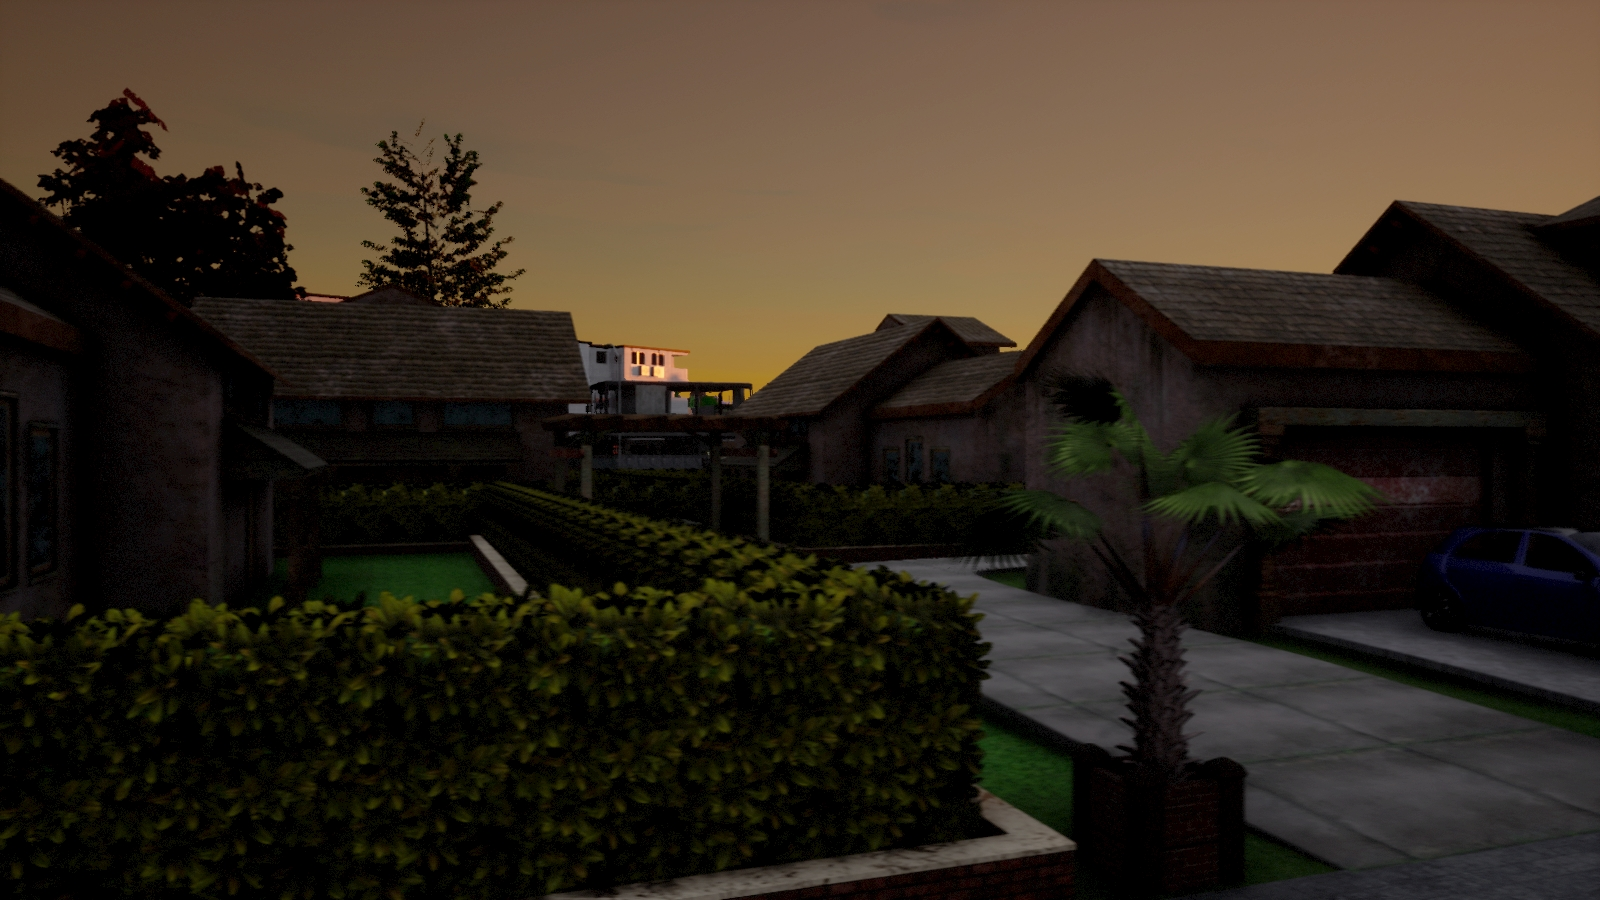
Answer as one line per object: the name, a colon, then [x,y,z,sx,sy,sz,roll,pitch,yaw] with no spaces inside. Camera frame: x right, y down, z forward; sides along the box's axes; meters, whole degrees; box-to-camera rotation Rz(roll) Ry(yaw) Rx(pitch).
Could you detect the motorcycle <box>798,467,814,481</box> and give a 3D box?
motorcycle: [0.552,2.159,103.751,0.803,1.199,2.033,0,0,-20]
